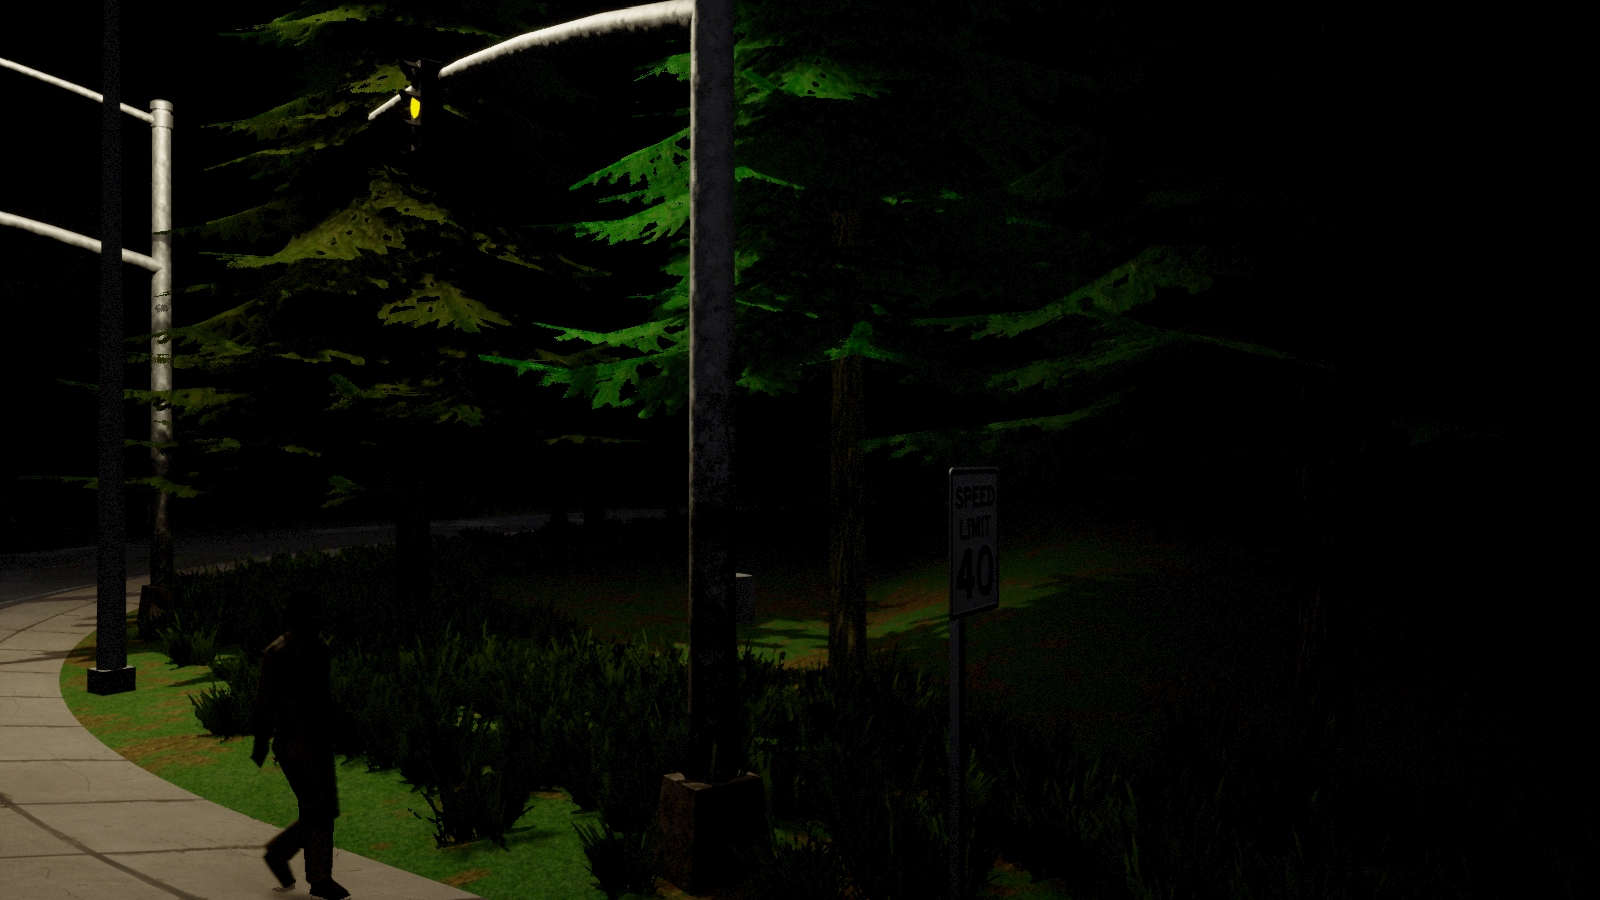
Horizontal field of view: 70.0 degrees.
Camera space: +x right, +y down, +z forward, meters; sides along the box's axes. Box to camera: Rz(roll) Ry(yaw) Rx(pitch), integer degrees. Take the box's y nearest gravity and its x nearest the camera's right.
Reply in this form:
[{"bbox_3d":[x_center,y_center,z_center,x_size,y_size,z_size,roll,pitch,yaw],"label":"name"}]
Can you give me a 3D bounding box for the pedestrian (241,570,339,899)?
[{"bbox_3d":[-3.040,1.671,6.823,0.375,1.860,0.375,0,0,17],"label":"pedestrian"}]
